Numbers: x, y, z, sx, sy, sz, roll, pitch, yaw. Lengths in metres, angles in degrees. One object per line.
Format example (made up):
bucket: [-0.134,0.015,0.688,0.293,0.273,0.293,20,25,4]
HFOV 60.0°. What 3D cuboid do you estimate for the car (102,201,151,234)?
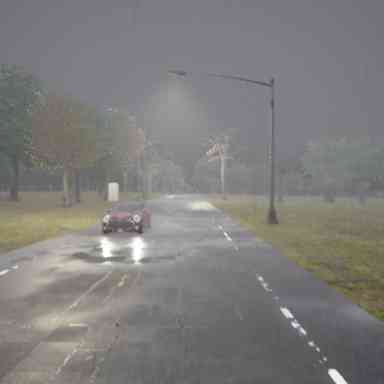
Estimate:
car: [-3.573,1.327,18.799,2.097,1.767,4.553,0,0,0]
